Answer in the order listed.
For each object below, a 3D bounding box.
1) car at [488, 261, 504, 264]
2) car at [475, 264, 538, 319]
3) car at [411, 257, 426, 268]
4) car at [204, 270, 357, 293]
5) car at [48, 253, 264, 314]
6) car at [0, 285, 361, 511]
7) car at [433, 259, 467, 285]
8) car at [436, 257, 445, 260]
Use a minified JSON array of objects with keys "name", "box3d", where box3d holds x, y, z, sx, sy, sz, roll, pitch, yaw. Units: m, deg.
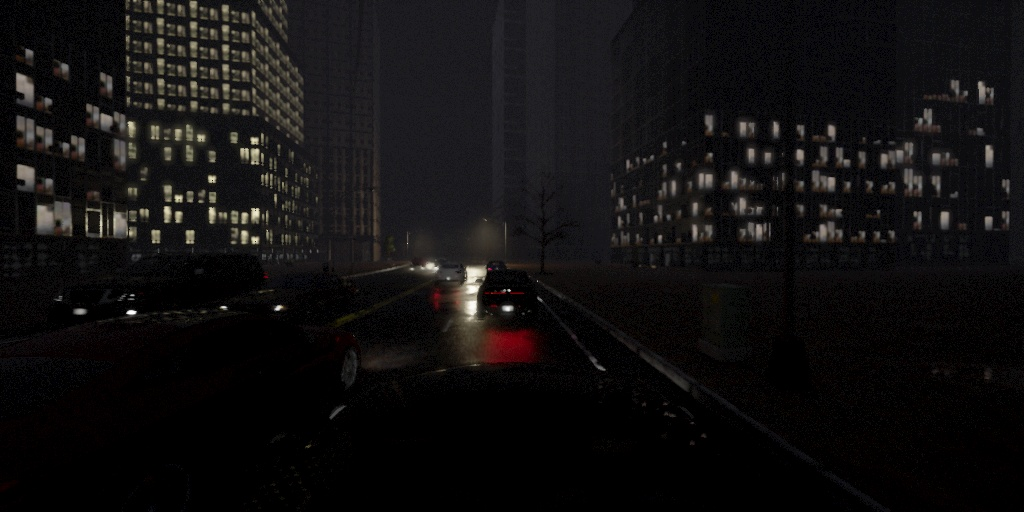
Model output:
[{"name":"car","box3d":[-1.441,1.124,32.083,2.033,1.411,5.357,0,0,-5]},{"name":"car","box3d":[-0.201,1.194,12.488,1.837,1.490,4.892,0,1,-2]},{"name":"car","box3d":[-14.102,0.936,54.230,1.882,1.535,5.008,0,0,-8]},{"name":"car","box3d":[-6.858,1.240,11.837,2.033,1.411,5.357,0,0,-2]},{"name":"car","box3d":[-10.088,0.919,11.057,2.150,2.045,5.566,0,0,-2]},{"name":"car","box3d":[-3.222,1.265,3.608,1.812,1.442,4.674,0,0,-1]},{"name":"car","box3d":[-4.079,1.146,24.427,1.812,1.442,4.674,0,0,-4]},{"name":"car","box3d":[-10.947,0.944,55.096,2.128,1.511,4.902,0,0,-8]}]
